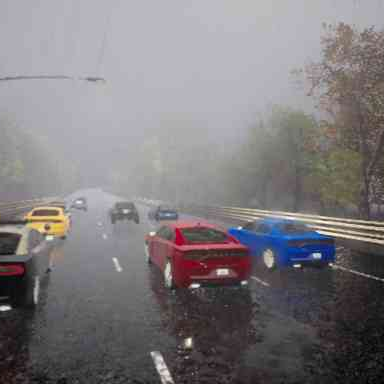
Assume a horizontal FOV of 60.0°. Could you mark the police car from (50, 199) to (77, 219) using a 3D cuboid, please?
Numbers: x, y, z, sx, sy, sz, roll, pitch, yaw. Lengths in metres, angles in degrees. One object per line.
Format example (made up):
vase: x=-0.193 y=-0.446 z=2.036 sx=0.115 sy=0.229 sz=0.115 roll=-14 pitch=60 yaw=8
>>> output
police car: x=-9.201 y=1.475 z=22.920 sx=1.930 sy=1.638 sz=5.238 roll=2 pitch=-1 yaw=-18

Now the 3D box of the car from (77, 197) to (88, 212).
car: x=-13.984 y=1.698 z=41.497 sx=2.033 sy=1.411 sz=5.357 roll=2 pitch=-1 yaw=-17

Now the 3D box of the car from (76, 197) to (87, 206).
car: x=-19.629 y=1.650 z=59.280 sx=1.837 sy=1.490 sz=4.892 roll=2 pitch=0 yaw=-18

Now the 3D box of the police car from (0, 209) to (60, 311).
police car: x=-4.362 y=1.413 z=7.663 sx=1.930 sy=1.638 sz=5.238 roll=2 pitch=-1 yaw=-18

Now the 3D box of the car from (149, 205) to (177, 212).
car: x=-2.538 y=1.834 z=28.849 sx=1.994 sy=1.385 sz=4.181 roll=2 pitch=-1 yaw=-18

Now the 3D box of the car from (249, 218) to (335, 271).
car: x=2.840 y=1.679 z=11.899 sx=1.882 sy=1.535 sz=5.008 roll=2 pitch=-1 yaw=-18

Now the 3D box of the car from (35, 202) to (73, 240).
car: x=-7.354 y=1.504 z=17.093 sx=1.882 sy=1.535 sz=5.008 roll=2 pitch=-1 yaw=-18

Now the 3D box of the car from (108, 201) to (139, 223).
car: x=-5.606 y=1.530 z=26.970 sx=2.097 sy=1.767 sz=4.553 roll=2 pitch=-1 yaw=-18

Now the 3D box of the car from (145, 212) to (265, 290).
car: x=-0.083 y=1.585 z=9.542 sx=1.882 sy=1.535 sz=5.008 roll=2 pitch=-1 yaw=-18
